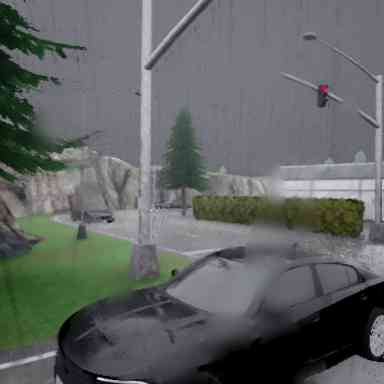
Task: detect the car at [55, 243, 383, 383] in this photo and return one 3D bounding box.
[{"bbox_3d":[0.850,1.518,4.460,5.008,1.535,1.882,1,0,-35],"label":"car"}]

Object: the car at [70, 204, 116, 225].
[{"bbox_3d":[-7.706,1.645,25.437,2.033,1.411,5.357,1,0,-37],"label":"car"}]

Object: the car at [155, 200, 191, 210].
[{"bbox_3d":[-2.617,1.854,47.555,5.357,1.411,2.033,1,-1,-42],"label":"car"}]
